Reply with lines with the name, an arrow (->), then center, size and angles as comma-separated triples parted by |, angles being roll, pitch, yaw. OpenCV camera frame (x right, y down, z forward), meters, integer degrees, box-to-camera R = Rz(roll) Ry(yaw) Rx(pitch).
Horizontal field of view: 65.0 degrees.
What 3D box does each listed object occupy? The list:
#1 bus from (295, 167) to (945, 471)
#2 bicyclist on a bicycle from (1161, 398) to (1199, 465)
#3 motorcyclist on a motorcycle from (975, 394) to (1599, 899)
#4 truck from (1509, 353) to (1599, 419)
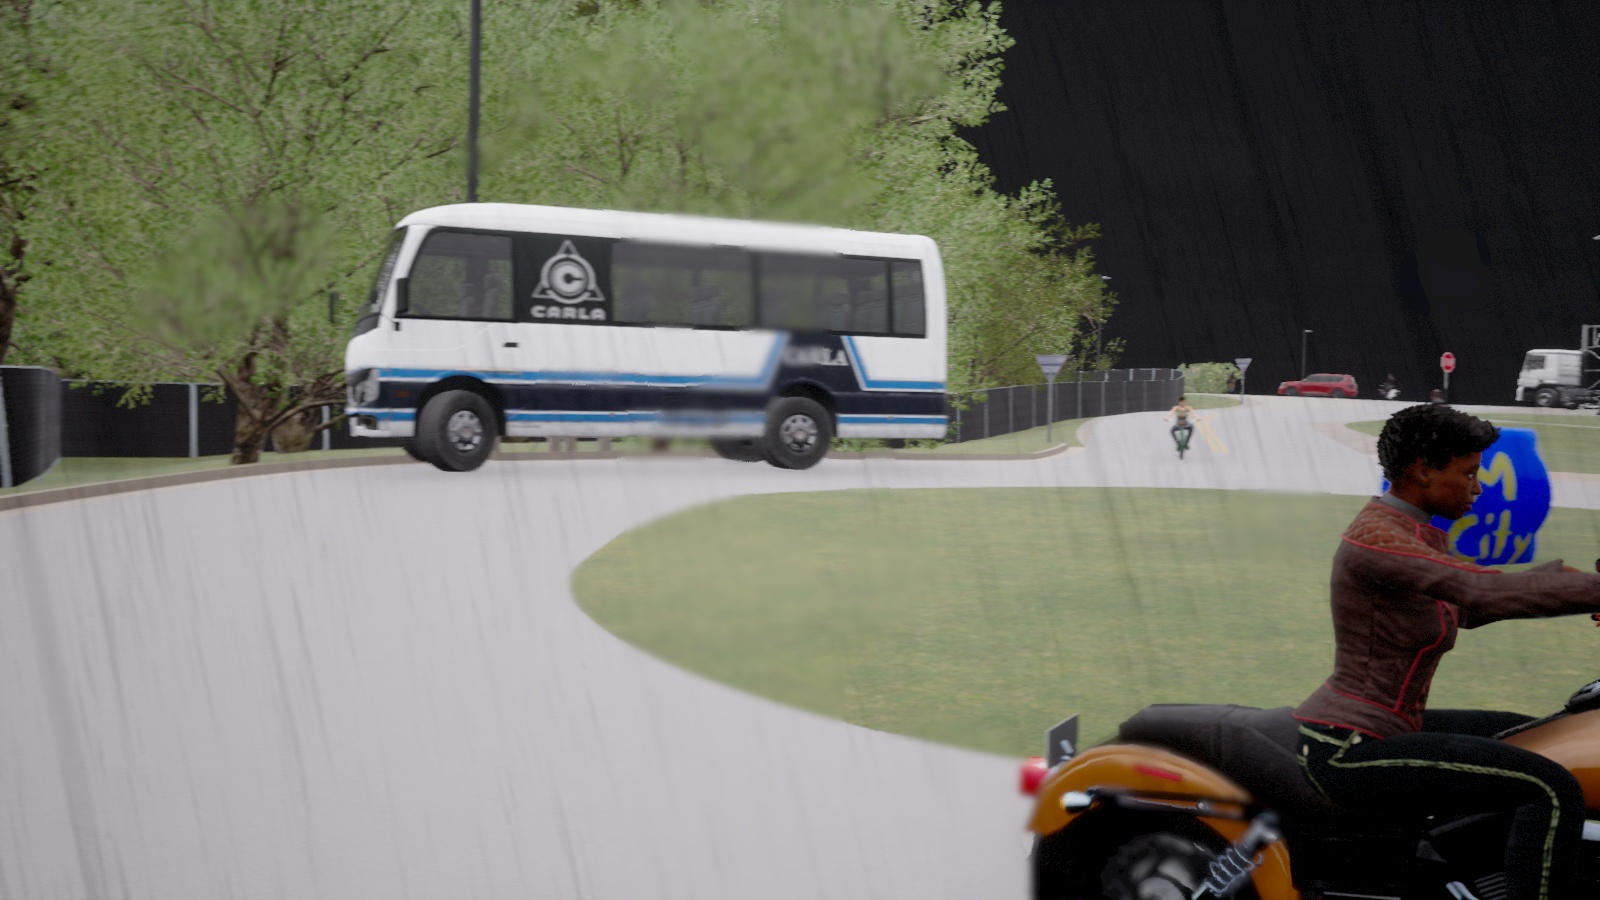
bus -> -3.024, -1.861, 21.518 | 10.273, 4.253, 3.944 | 0, 2, -24
bicyclist on a bicycle -> 9.545, -0.485, 31.598 | 0.866, 1.612, 1.509 | 2, 3, 16
motorcyclist on a motorcycle -> 1.638, 0.717, 2.786 | 2.350, 1.649, 0.766 | 1, 1, 30
truck -> 44.186, -3.485, 69.529 | 2.891, 3.462, 7.936 | 1, 5, -30
